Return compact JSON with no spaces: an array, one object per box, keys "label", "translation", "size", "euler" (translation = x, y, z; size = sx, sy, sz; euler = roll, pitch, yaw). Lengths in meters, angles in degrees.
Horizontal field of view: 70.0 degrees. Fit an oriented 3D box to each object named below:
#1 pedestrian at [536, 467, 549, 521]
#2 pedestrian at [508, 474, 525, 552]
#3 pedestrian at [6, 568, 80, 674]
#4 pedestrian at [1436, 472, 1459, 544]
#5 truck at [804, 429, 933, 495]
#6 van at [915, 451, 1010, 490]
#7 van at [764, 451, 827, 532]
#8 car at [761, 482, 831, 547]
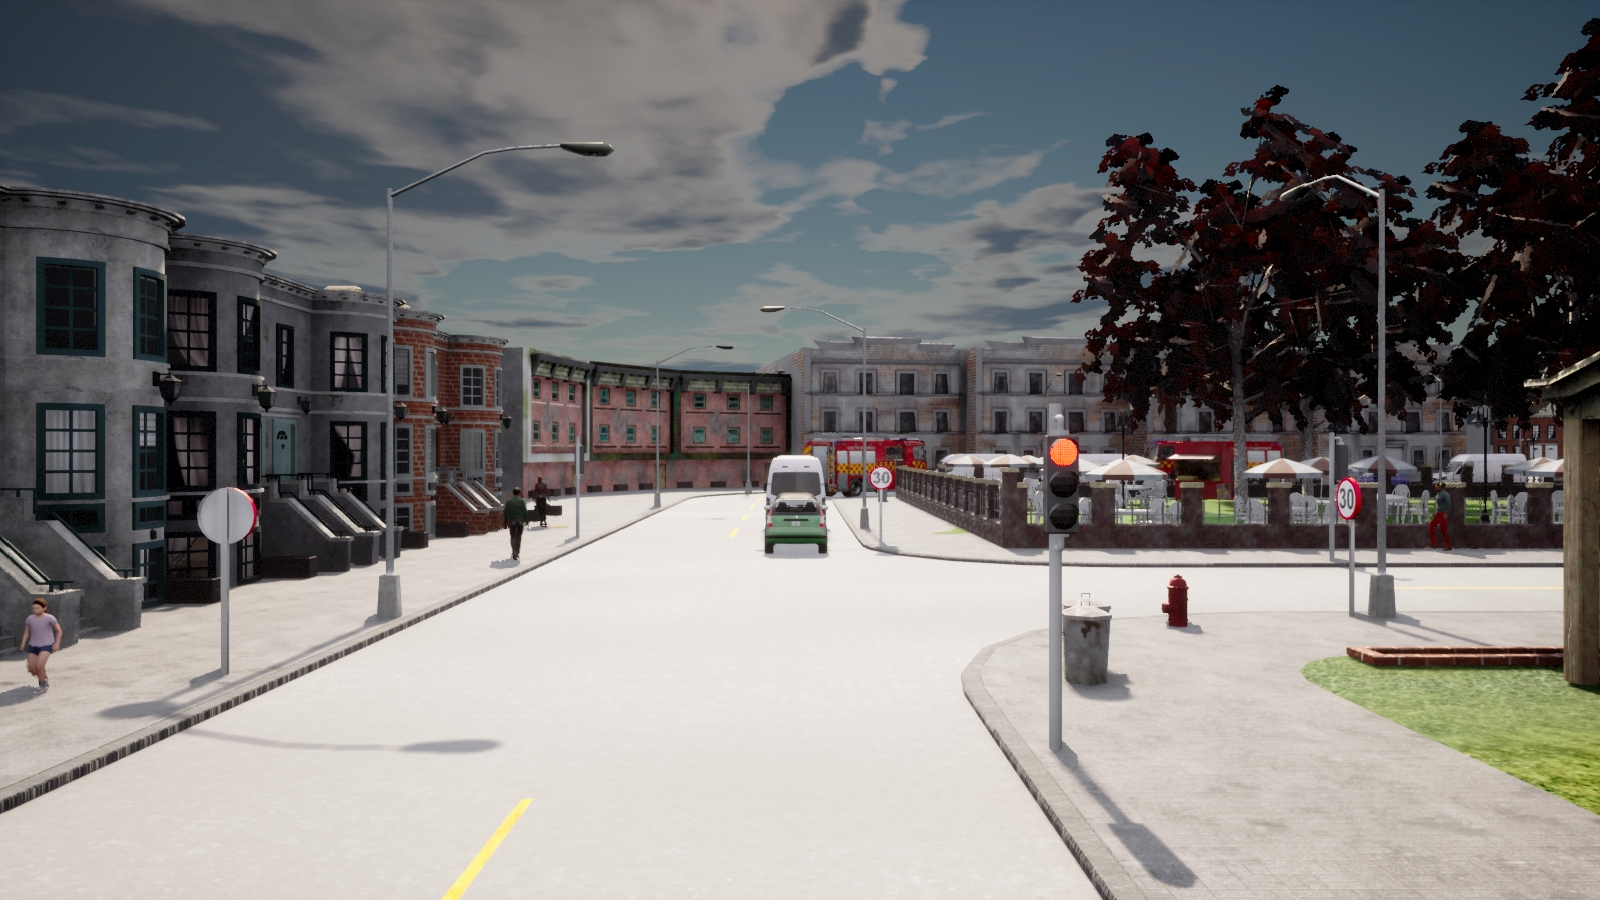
[{"label":"pedestrian","translation":[-8.896,1.524,39.473],"size":[0.375,1.860,0.375],"euler":[0,0,4]},{"label":"pedestrian","translation":[-6.889,1.524,27.776],"size":[0.375,1.860,0.375],"euler":[0,0,-10]},{"label":"pedestrian","translation":[-8.469,1.904,12.798],"size":[0.500,1.100,0.500],"euler":[0,0,-2]},{"label":"pedestrian","translation":[16.981,1.517,29.960],"size":[0.375,1.860,0.375],"euler":[0,0,1]},{"label":"truck","translation":[4.295,0.672,70.228],"size":[8.468,3.827,2.891],"euler":[0,0,-43]},{"label":"van","translation":[10.550,1.314,74.428],"size":[5.915,2.561,1.988],"euler":[0,0,0]},{"label":"van","translation":[-0.147,1.315,39.074],"size":[1.988,2.561,5.915],"euler":[0,0,0]},{"label":"car","translation":[-0.119,1.779,32.373],"size":[1.851,1.617,3.988],"euler":[0,0,0]}]
